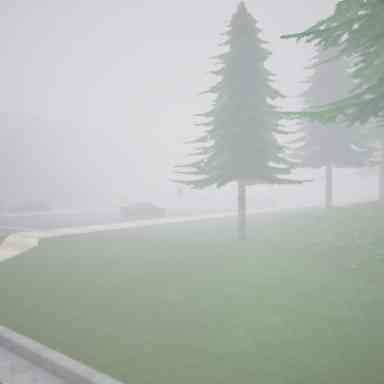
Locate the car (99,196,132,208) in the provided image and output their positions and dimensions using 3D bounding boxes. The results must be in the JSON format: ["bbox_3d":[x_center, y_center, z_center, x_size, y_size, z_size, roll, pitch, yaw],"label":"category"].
[{"bbox_3d":[-10.127,1.384,46.658,2.097,1.767,4.553,0,0,35],"label":"car"}]

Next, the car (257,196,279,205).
[{"bbox_3d":[13.929,1.513,60.787,2.128,1.511,4.902,0,0,35],"label":"car"}]

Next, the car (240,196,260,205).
[{"bbox_3d":[11.077,1.529,62.816,1.837,1.490,4.892,0,0,35],"label":"car"}]

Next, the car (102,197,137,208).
[{"bbox_3d":[-11.099,1.581,51.358,2.033,1.411,5.357,0,0,35],"label":"car"}]

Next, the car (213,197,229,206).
[{"bbox_3d":[5.216,1.550,54.366,1.812,1.442,4.674,0,0,36],"label":"car"}]

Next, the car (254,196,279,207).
[{"bbox_3d":[11.844,1.619,51.611,1.895,1.301,4.718,0,0,35],"label":"car"}]

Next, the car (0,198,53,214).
[{"bbox_3d":[-17.548,1.521,36.075,2.128,1.511,4.902,0,0,35],"label":"car"}]

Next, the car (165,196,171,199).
[{"bbox_3d":[-4.441,1.553,66.808,1.882,1.535,5.008,0,0,35],"label":"car"}]

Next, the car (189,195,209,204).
[{"bbox_3d":[1.309,1.403,62.816,2.097,1.767,4.553,0,0,35],"label":"car"}]

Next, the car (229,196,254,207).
[{"bbox_3d":[8.080,1.547,52.353,1.812,1.442,4.674,0,0,36],"label":"car"}]

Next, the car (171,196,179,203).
[{"bbox_3d":[-1.575,1.305,64.800,1.994,1.385,4.181,0,0,35],"label":"car"}]

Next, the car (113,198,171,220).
[{"bbox_3d":[-4.216,1.543,28.674,1.812,1.442,4.674,0,0,35],"label":"car"}]

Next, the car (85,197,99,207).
[{"bbox_3d":[-14.600,1.541,52.455,1.837,1.490,4.892,0,0,35],"label":"car"}]
